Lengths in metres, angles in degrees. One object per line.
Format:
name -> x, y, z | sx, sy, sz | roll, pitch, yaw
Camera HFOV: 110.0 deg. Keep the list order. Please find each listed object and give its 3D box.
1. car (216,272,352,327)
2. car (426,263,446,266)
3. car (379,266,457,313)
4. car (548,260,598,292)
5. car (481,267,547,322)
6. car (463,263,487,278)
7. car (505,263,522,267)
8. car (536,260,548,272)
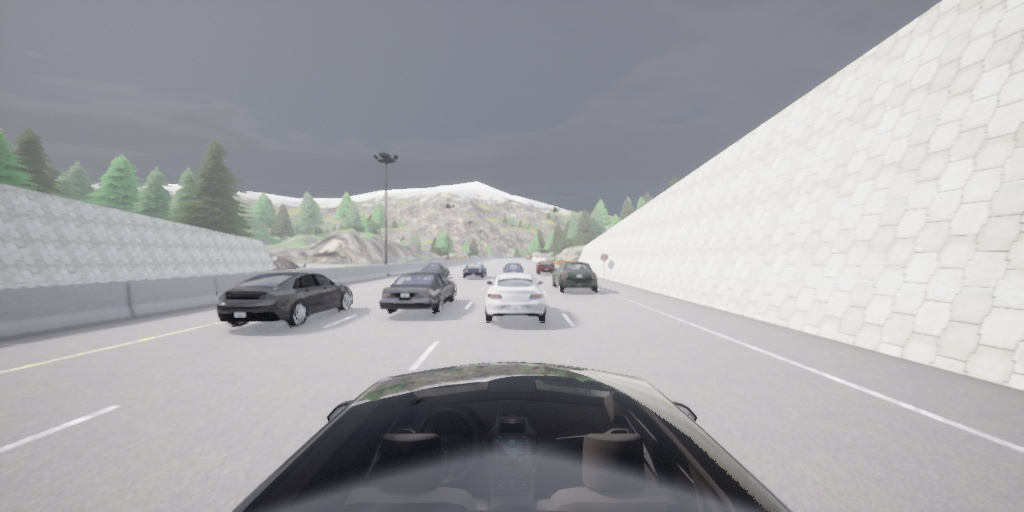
car -> -6.896, 1.250, 11.515 | 1.837, 1.490, 4.892 | 0, 0, 0
car -> -6.890, 1.301, 32.212 | 1.994, 1.385, 4.181 | 0, 0, 0
car -> -3.395, 1.292, 13.879 | 2.033, 1.411, 5.357 | 0, 0, 0
car -> 3.607, 1.095, 21.292 | 2.097, 1.767, 4.553 | 0, 0, 0
car -> 0.104, 1.272, 12.144 | 1.812, 1.442, 4.674 | 0, 0, 0
car -> -3.388, 1.338, 33.584 | 1.895, 1.301, 4.718 | 0, 0, 0
car -> 0.110, 1.286, 30.788 | 2.033, 1.411, 5.357 | 0, 0, 0
car -> 3.669, 1.213, 39.751 | 1.882, 1.535, 5.008 | 0, 0, 2
